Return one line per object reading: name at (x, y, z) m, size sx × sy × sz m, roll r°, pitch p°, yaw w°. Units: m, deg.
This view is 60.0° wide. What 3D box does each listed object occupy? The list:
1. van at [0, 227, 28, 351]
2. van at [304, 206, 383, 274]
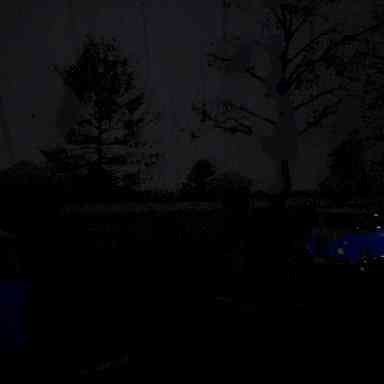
van at (-4.006, 1.342, 3.701) m, size 3.998 × 1.788 × 1.690 m, roll 0°, pitch 0°, yaw -35°
van at (5.163, 1.336, 10.239) m, size 3.998 × 1.788 × 1.690 m, roll 0°, pitch 0°, yaw -35°
